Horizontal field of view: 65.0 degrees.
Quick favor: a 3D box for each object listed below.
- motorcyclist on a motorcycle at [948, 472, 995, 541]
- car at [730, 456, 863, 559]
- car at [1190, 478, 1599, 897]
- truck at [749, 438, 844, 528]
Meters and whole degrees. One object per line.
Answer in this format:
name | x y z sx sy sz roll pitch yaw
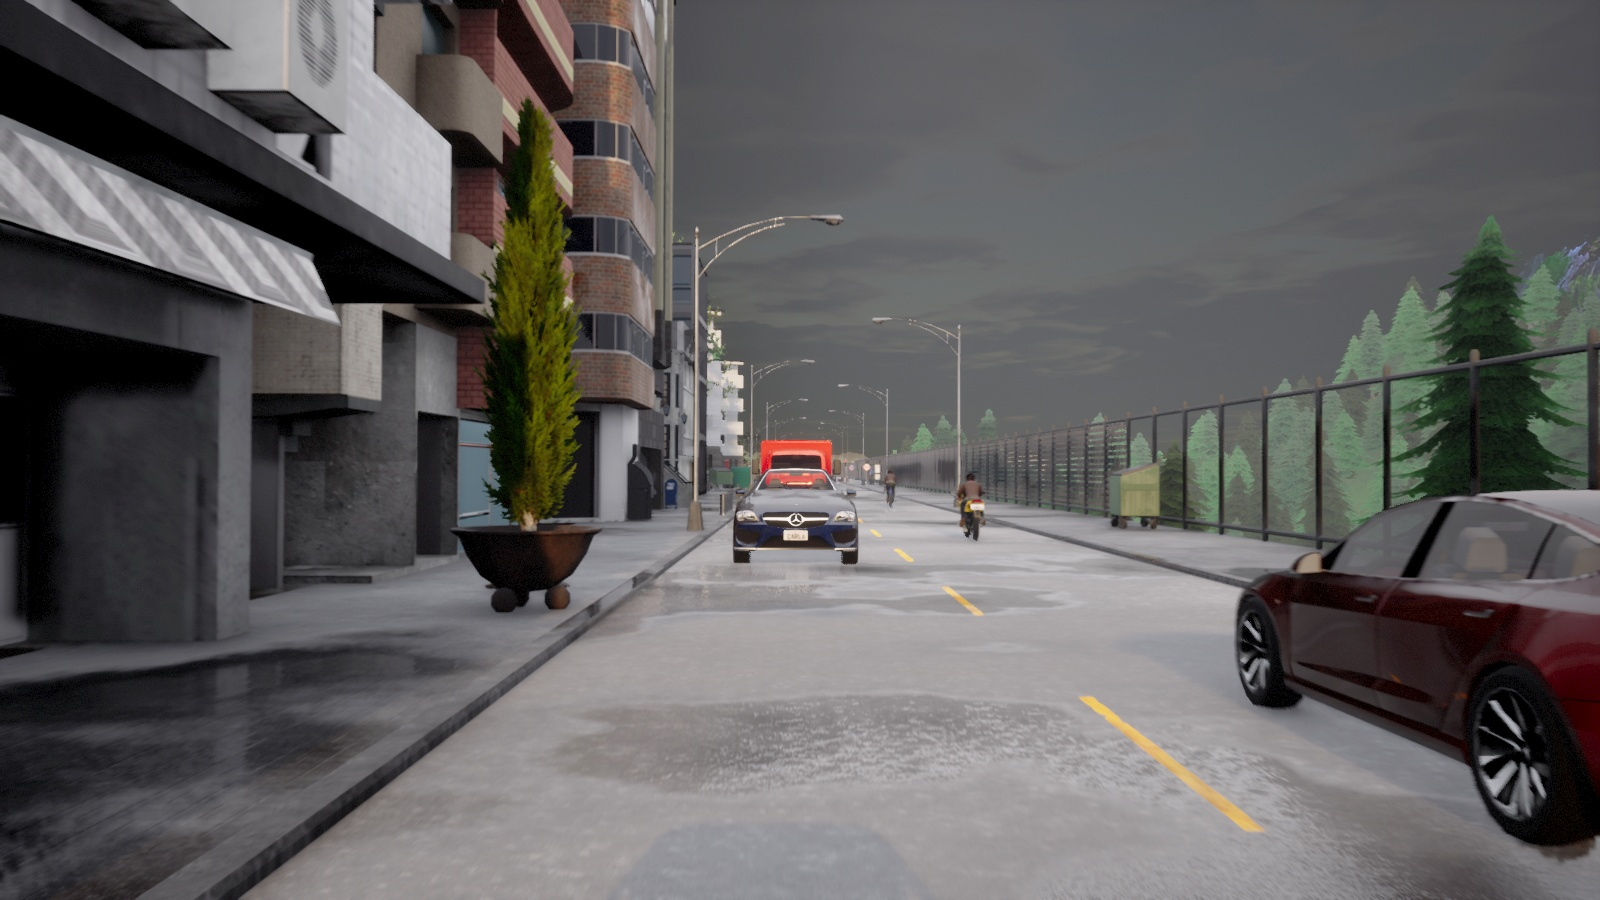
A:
motorcyclist on a motorcycle | 3.922 1.264 28.869 0.797 1.523 2.044 0 -1 0
car | -0.064 0.977 22.891 2.152 1.651 5.027 0 -1 0
car | 3.980 0.914 6.893 2.163 1.488 4.792 0 -1 0
truck | -0.103 0.955 37.432 2.627 2.467 5.204 0 -1 0
